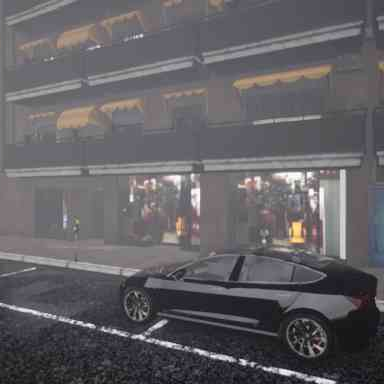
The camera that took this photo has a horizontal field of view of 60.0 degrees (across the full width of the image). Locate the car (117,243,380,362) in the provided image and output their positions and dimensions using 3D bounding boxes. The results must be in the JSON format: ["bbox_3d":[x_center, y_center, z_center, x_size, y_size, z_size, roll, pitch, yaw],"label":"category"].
[{"bbox_3d":[0.763,1.566,5.671,4.313,1.339,1.947,0,0,27],"label":"car"}]
